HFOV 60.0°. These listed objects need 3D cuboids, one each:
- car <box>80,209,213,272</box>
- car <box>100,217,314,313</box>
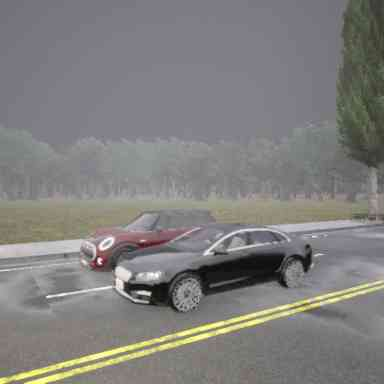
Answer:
[{"bbox_3d":[-1.068,1.351,10.410,4.553,1.767,2.097,0,0,-32],"label":"car"},{"bbox_3d":[0.691,1.491,7.677,4.902,1.511,2.128,0,0,-32],"label":"car"}]
